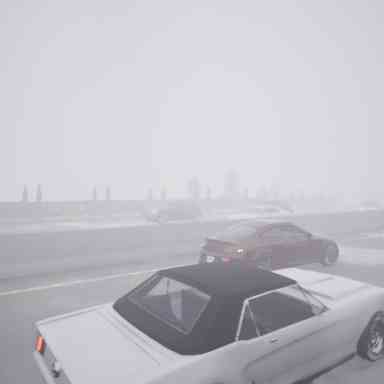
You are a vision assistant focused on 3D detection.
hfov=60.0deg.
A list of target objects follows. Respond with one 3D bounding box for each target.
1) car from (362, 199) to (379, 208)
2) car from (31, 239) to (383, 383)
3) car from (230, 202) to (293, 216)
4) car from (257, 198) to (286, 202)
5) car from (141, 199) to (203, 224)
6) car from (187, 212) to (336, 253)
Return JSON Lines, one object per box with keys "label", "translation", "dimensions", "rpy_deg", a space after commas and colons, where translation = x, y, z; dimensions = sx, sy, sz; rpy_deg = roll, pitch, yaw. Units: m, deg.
{"label": "car", "translation": [27.666, 1.717, 51.547], "dimensions": [1.895, 1.301, 4.718], "rpy_deg": [0, 0, 35]}
{"label": "car", "translation": [0.685, 1.601, 4.235], "dimensions": [4.718, 1.301, 1.895], "rpy_deg": [0, 0, -36]}
{"label": "car", "translation": [4.007, 1.529, 19.764], "dimensions": [4.674, 1.442, 1.812], "rpy_deg": [0, 0, -36]}
{"label": "car", "translation": [5.640, 1.360, 25.286], "dimensions": [4.553, 1.767, 2.097], "rpy_deg": [0, 0, -36]}
{"label": "car", "translation": [-1.477, 1.354, 24.461], "dimensions": [4.553, 1.767, 2.097], "rpy_deg": [0, 0, -36]}
{"label": "car", "translation": [2.343, 1.526, 9.721], "dimensions": [4.674, 1.442, 1.812], "rpy_deg": [0, 0, -36]}
